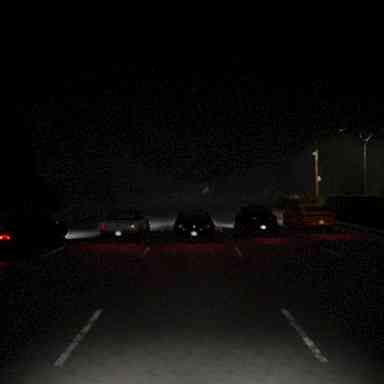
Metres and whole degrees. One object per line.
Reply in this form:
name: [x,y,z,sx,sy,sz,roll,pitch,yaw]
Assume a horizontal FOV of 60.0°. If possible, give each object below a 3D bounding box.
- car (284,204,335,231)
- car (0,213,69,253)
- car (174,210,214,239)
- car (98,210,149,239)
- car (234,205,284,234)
car: [7.103,1.497,20.696,1.882,1.535,5.008,0,0,0]
car: [-6.897,1.561,13.674,2.033,1.411,5.357,0,0,0]
car: [0.103,1.618,17.557,1.895,1.301,4.718,0,0,0]
car: [-3.397,1.618,17.558,1.895,1.301,4.718,0,0,0]
car: [3.604,1.523,19.226,1.837,1.490,4.892,0,0,0]
